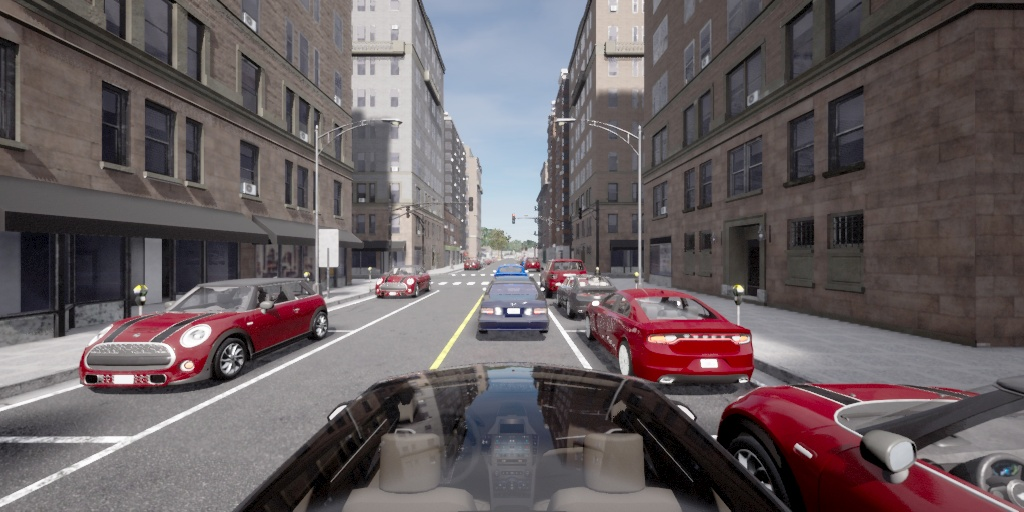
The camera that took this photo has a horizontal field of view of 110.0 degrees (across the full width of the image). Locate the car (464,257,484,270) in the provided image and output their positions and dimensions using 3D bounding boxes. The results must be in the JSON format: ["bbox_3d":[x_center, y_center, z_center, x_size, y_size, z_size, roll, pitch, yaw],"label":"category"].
[{"bbox_3d":[-5.610,1.061,50.899,2.192,1.841,5.009,0,0,0],"label":"car"}]

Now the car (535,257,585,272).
[{"bbox_3d":[2.574,1.064,18.372,2.192,1.841,5.009,0,0,0],"label":"car"}]

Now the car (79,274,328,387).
[{"bbox_3d":[-5.406,1.190,6.975,1.967,1.591,4.097,0,0,0],"label":"car"}]

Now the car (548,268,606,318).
[{"bbox_3d":[2.597,1.300,12.690,2.007,1.370,4.403,0,0,0],"label":"car"}]

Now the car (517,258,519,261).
[{"bbox_3d":[2.452,1.059,61.940,2.192,1.841,5.009,0,0,0],"label":"car"}]

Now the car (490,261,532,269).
[{"bbox_3d":[-0.071,1.227,20.482,1.882,1.535,5.008,0,0,0],"label":"car"}]

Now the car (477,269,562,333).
[{"bbox_3d":[0.044,1.297,10.663,2.033,1.411,5.357,0,0,0],"label":"car"}]

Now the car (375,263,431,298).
[{"bbox_3d":[-5.451,1.189,18.340,1.967,1.591,4.097,0,0,0],"label":"car"}]

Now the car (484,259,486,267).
[{"bbox_3d":[-5.630,1.311,56.402,1.948,1.339,4.313,0,0,0],"label":"car"}]

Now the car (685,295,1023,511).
[{"bbox_3d":[2.642,1.190,1.326,1.967,1.591,4.097,0,0,0],"label":"car"}]

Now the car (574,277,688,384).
[{"bbox_3d":[2.619,1.295,7.008,1.888,1.381,4.507,0,0,0],"label":"car"}]

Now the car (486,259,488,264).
[{"bbox_3d":[-5.649,1.295,61.906,2.007,1.370,4.403,0,0,0],"label":"car"}]

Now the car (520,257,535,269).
[{"bbox_3d":[2.531,1.061,45.428,2.192,1.841,5.009,0,0,0],"label":"car"}]
